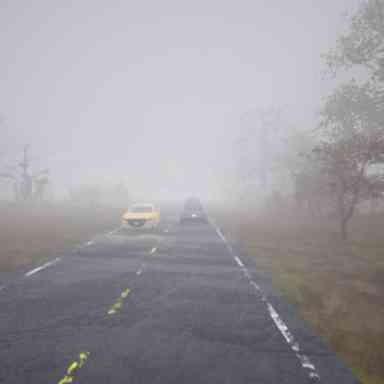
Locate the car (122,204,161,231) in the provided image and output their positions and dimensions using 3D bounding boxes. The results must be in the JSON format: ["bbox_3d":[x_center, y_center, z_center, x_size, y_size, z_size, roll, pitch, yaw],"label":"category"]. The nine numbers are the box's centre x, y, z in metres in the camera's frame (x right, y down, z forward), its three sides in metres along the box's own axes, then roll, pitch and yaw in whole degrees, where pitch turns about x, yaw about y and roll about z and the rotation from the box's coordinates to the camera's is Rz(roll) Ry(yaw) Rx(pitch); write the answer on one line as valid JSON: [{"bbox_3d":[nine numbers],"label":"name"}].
[{"bbox_3d":[-3.082,1.488,20.996,1.882,1.535,5.008,0,0,0],"label":"car"}]

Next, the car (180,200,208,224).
[{"bbox_3d":[0.121,1.576,24.756,1.994,1.385,4.181,0,0,0],"label":"car"}]

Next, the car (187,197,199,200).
[{"bbox_3d":[0.136,1.373,42.314,2.097,1.767,4.553,0,0,0],"label":"car"}]
